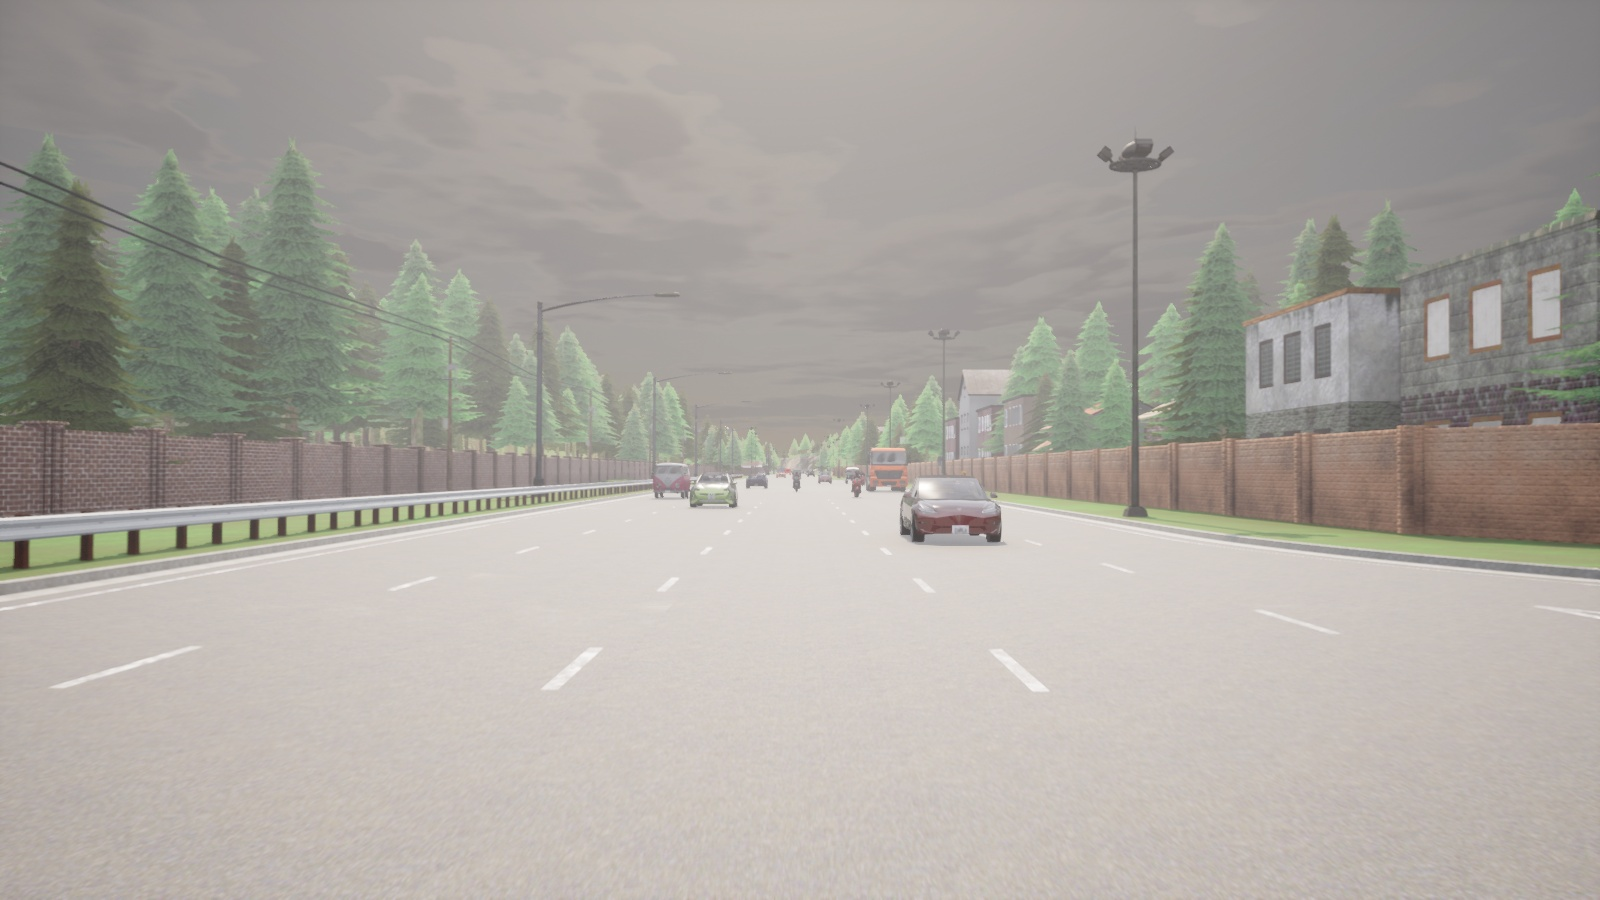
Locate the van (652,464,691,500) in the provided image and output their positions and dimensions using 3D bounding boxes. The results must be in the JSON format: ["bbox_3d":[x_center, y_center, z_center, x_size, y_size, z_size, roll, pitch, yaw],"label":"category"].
[{"bbox_3d":[-7.174,1.777,70.503,1.775,1.987,4.442,0,-1,0],"label":"van"}]

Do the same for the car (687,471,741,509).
[{"bbox_3d":[-3.632,1.678,53.849,2.007,1.525,4.514,0,-1,0],"label":"car"}]

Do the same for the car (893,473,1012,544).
[{"bbox_3d":[3.428,1.290,29.180,2.163,1.488,4.792,0,-1,0],"label":"car"}]
